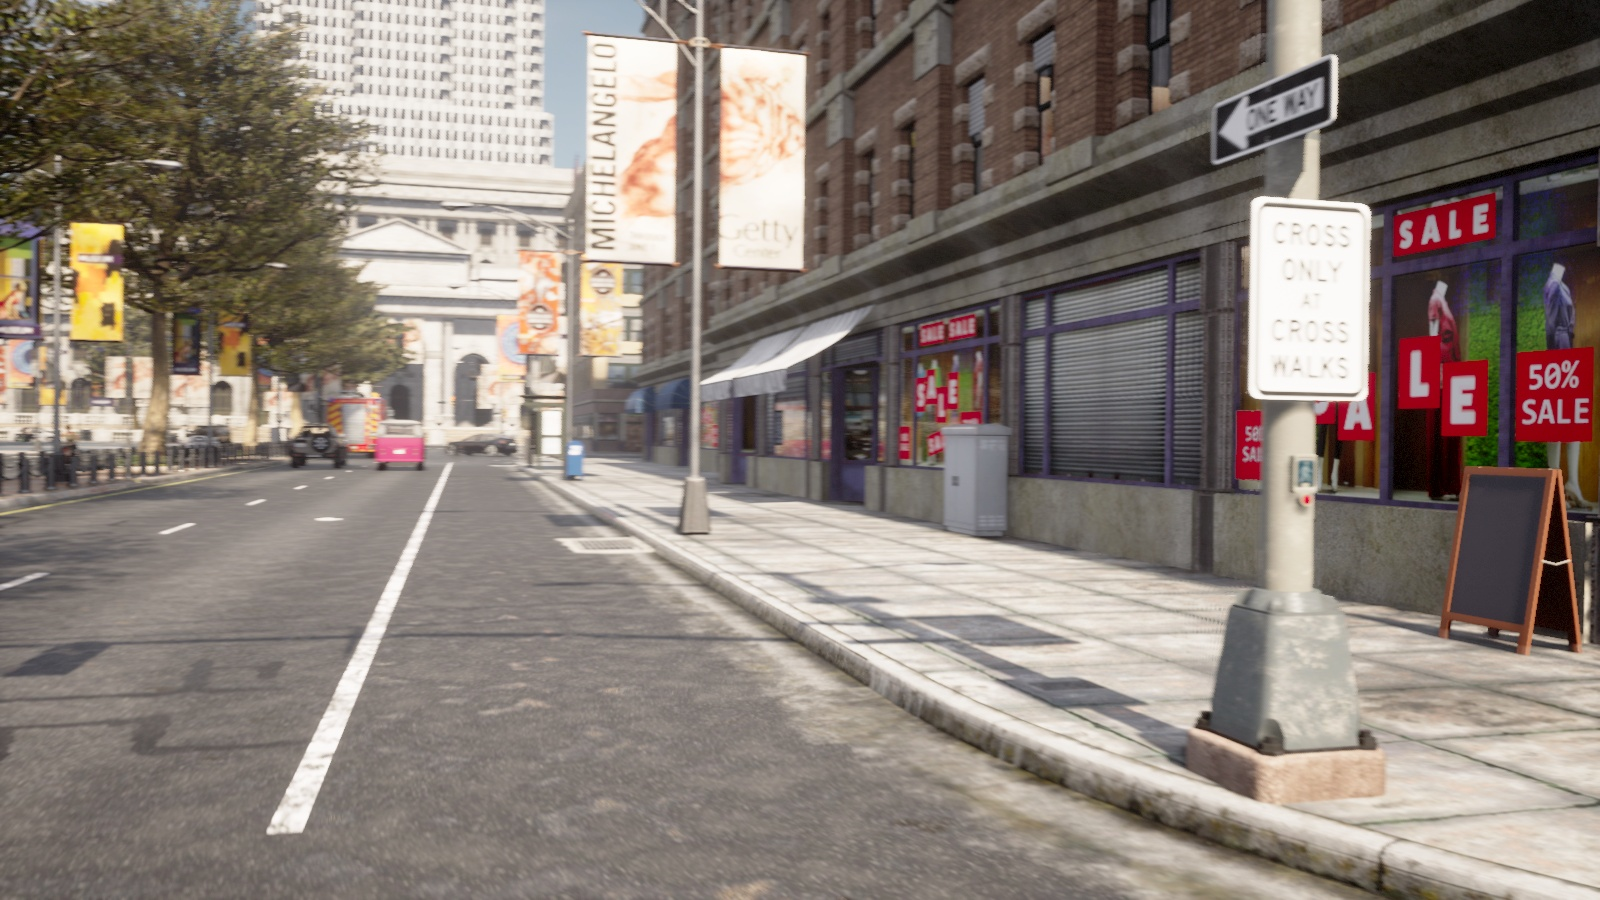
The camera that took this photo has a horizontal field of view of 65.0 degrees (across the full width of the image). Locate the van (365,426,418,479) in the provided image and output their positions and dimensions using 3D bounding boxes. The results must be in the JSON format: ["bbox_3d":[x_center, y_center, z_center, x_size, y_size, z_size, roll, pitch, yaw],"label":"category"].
[{"bbox_3d":[-16.206,0.072,49.998,1.775,1.987,4.442,-1,1,-15],"label":"van"}]

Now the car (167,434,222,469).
[{"bbox_3d":[-33.593,0.046,69.792,1.932,1.855,4.605,-1,1,-15],"label":"car"}]

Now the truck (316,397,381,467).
[{"bbox_3d":[-26.339,-1.023,73.546,2.891,3.827,8.468,-1,1,-15],"label":"truck"}]

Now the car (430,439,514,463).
[{"bbox_3d":[-20.896,0.037,80.022,4.792,1.488,2.163,0,1,21],"label":"car"}]

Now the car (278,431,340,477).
[{"bbox_3d":[-20.684,0.134,53.073,1.932,1.855,4.605,-1,1,-15],"label":"car"}]
